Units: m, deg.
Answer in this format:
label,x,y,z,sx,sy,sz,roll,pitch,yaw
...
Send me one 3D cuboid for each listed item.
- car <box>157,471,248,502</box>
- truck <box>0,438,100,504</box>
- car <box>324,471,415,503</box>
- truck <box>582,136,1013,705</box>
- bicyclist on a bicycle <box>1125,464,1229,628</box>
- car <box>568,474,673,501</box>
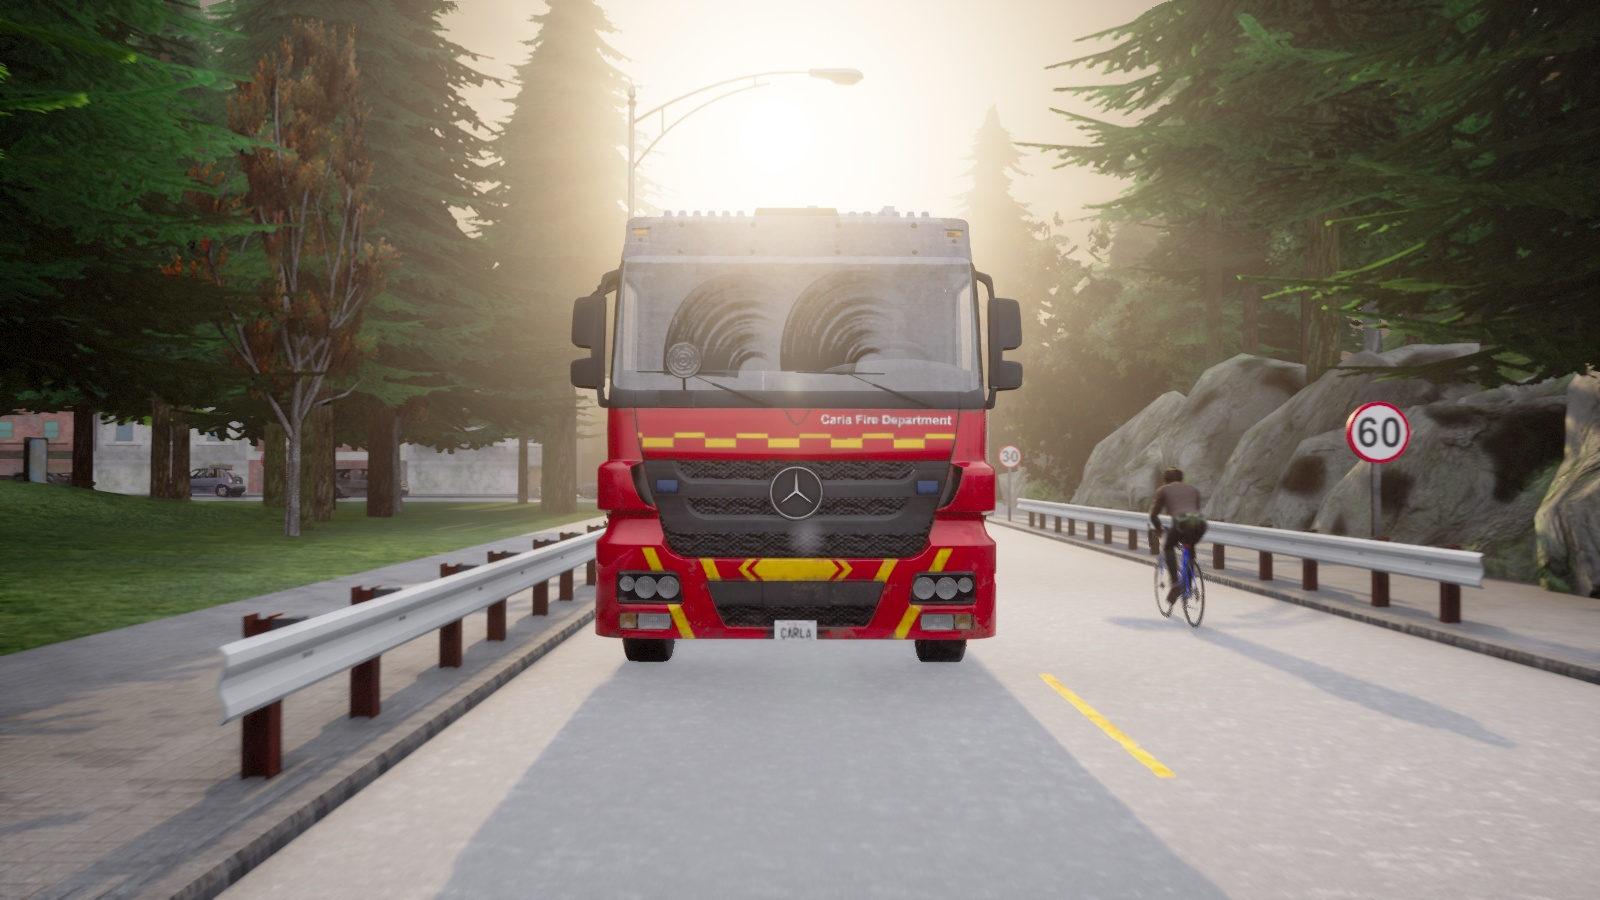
label,x,y,z,sx,sy,sz,roll,pitch,yaw
car,-32.103,1.972,67.560,3.988,1.617,1.851,0,-1,0
truck,-42.458,1.134,67.565,7.936,3.462,2.891,0,-1,0
car,-21.773,1.864,63.569,3.988,1.617,1.851,0,-1,0
truck,-0.044,-0.137,12.693,2.891,3.827,8.468,0,-1,0
bicyclist on a bicycle,3.956,0.974,13.291,0.582,1.620,1.656,0,-1,0
car,-9.620,2.033,67.624,5.357,1.411,2.033,0,-1,2
